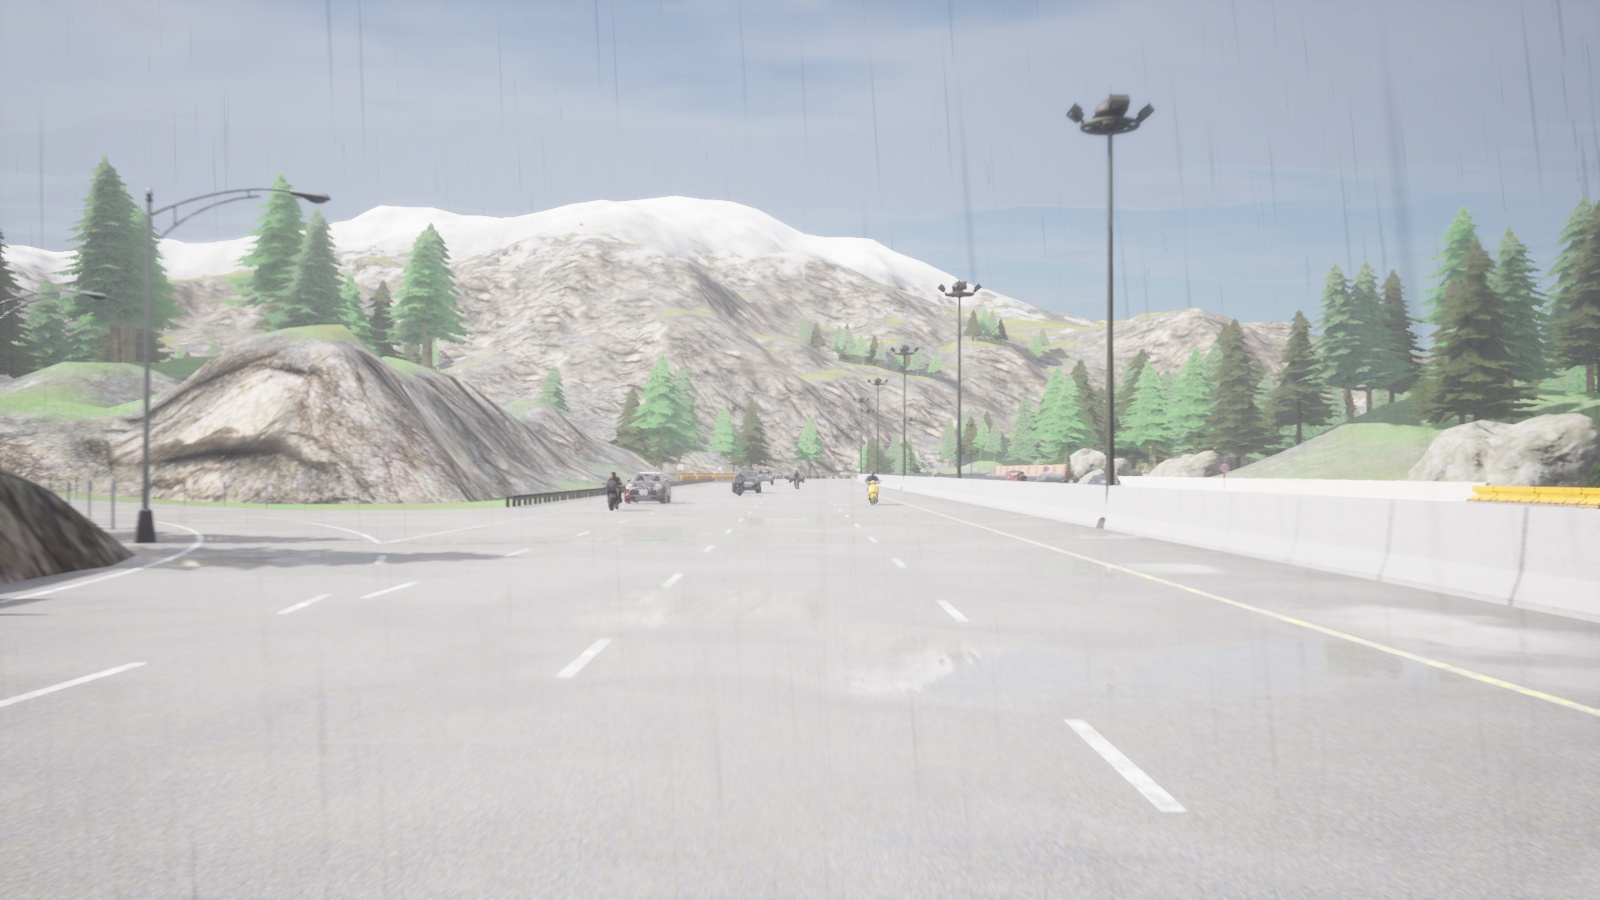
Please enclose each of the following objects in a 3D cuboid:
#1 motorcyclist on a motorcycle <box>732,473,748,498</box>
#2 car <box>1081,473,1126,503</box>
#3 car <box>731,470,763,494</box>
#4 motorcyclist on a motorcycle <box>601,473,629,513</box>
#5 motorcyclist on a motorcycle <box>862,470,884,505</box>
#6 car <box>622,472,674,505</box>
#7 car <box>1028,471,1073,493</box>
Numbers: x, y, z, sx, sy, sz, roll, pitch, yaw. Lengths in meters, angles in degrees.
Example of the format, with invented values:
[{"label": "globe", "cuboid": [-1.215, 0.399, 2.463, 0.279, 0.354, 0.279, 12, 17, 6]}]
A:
[{"label": "motorcyclist on a motorcycle", "cuboid": [-3.688, 2.158, 77.578, 0.866, 1.530, 2.191, 0, -1, 0]}, {"label": "car", "cuboid": [14.798, 1.822, 61.103, 2.033, 1.411, 5.357, 0, -1, 14]}, {"label": "car", "cuboid": [-3.715, 2.238, 88.629, 2.033, 1.649, 4.856, 0, -1, 0]}, {"label": "motorcyclist on a motorcycle", "cuboid": [-7.117, 1.632, 48.370, 0.797, 1.523, 2.044, 0, -1, 0]}, {"label": "motorcyclist on a motorcycle", "cuboid": [3.360, 1.719, 57.813, 0.866, 1.590, 1.817, 0, -1, 0]}, {"label": "car", "cuboid": [-7.144, 1.799, 59.386, 1.970, 1.475, 3.806, 0, -1, 0]}, {"label": "car", "cuboid": [17.289, 2.197, 87.002, 2.163, 1.488, 4.792, 0, -1, 0]}]
